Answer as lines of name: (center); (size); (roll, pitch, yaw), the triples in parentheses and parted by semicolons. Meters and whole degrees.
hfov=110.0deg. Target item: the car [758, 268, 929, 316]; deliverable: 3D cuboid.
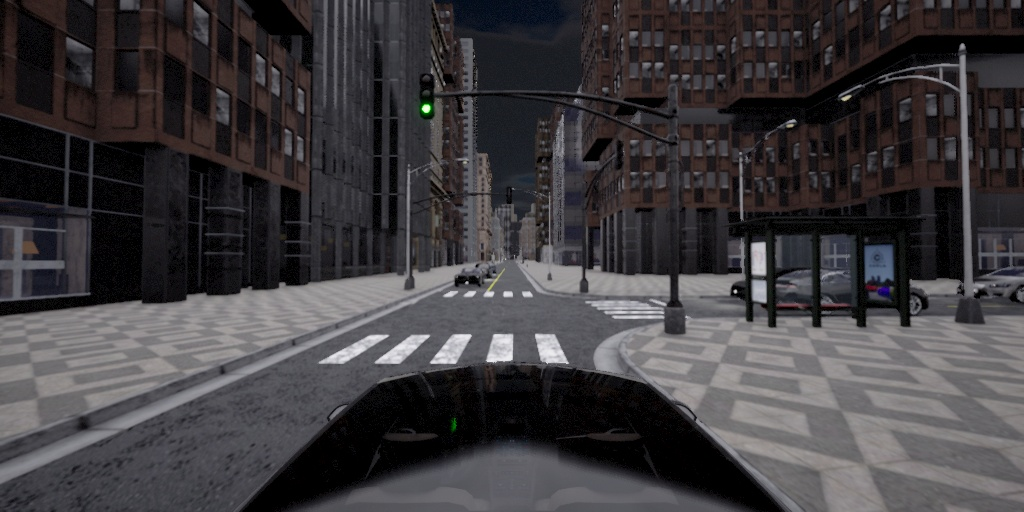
car: (11.516, 1.224, 12.558); (4.902, 1.511, 2.128); (0, -1, 0)

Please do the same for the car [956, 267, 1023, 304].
car: (22.542, 1.220, 15.655); (4.902, 1.511, 2.128); (-1, -1, 0)

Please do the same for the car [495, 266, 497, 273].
car: (-3.039, 1.644, 48.106); (2.033, 1.411, 5.357); (0, 0, 0)

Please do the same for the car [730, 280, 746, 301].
car: (12.202, 1.297, 15.629); (4.892, 1.490, 1.837); (0, -1, 2)

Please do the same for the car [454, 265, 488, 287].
car: (-3.073, 1.537, 26.631); (1.895, 1.301, 4.718); (0, 0, 0)

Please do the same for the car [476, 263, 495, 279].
car: (-3.060, 1.518, 37.009); (1.837, 1.490, 4.892); (0, 0, 0)
